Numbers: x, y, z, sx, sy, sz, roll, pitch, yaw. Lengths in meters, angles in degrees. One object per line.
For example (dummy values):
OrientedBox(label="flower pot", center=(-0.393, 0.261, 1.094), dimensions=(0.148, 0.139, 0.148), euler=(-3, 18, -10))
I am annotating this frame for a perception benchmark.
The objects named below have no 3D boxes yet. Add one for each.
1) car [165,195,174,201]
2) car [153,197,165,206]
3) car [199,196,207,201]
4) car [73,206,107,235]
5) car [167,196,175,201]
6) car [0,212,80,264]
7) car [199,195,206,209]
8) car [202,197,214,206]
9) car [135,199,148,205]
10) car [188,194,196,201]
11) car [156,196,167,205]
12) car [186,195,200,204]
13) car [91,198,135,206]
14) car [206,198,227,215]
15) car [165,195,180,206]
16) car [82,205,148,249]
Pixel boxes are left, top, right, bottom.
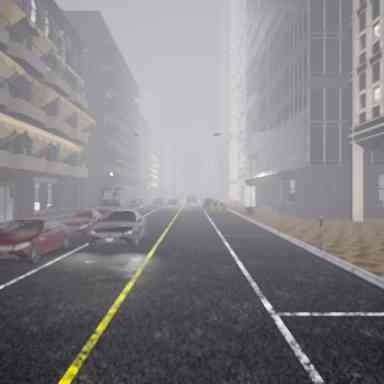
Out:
OrientedBox(label="car", center=(-5.686, 1.530, 85.222), dimensions=(1.967, 1.590, 4.097), euler=(0, 0, 0))
OrientedBox(label="car", center=(-5.688, 1.614, 56.979), dimensions=(1.947, 1.339, 4.313), euler=(0, 0, 0))
OrientedBox(label="car", center=(2.695, 1.635, 85.221), dimensions=(1.887, 1.381, 4.507), euler=(0, 0, 0))
OrientedBox(label="car", center=(-5.690, 1.593, 17.439), dimensions=(1.802, 1.307, 4.206), euler=(0, 0, 0))
OrientedBox(label="car", center=(-5.686, 1.681, 90.870), dimensions=(1.802, 1.307, 4.206), euler=(0, 0, 0))
OrientedBox(label="car", center=(-5.690, 1.588, 11.791), dimensions=(1.802, 1.307, 4.206), euler=(0, 0, 0))
OrientedBox(label="car", center=(2.363, 1.513, 45.192), dimensions=(1.882, 1.535, 5.008), euler=(0, 0, 0))
OrientedBox(label="car", center=(2.693, 1.615, 56.979), dimensions=(1.947, 1.339, 4.313), euler=(0, 0, 0))
OrientedBox(label="car", center=(-5.689, 1.465, 34.386), dimensions=(1.967, 1.590, 4.097), euler=(0, 0, 0))
OrientedBox(label="car", center=(0.006, 1.376, 81.711), dimensions=(1.882, 1.535, 5.008), euler=(0, 0, 0))
OrientedBox(label="car", center=(-5.687, 1.581, 62.458), dimensions=(1.752, 1.417, 4.829), euler=(0, 0, 0))
OrientedBox(label="car", center=(0.004, 1.408, 63.035), dimensions=(2.097, 1.767, 4.553), euler=(0, 0, 0))
OrientedBox(label="car", center=(-5.690, 1.331, 23.088), dimensions=(2.192, 1.841, 5.009), euler=(0, 0, 0))
OrientedBox(label="car", center=(2.692, 1.551, 34.555), dimensions=(1.752, 1.417, 4.829), euler=(0, 0, 0))
OrientedBox(label="car", center=(-3.056, 1.611, 56.659), dimensions=(1.994, 1.385, 4.181), euler=(0, 0, 0))
OrientedBox(label="car", center=(-3.100, 1.534, 14.787), dimensions=(1.812, 1.442, 4.674), euler=(0, 0, 0))
